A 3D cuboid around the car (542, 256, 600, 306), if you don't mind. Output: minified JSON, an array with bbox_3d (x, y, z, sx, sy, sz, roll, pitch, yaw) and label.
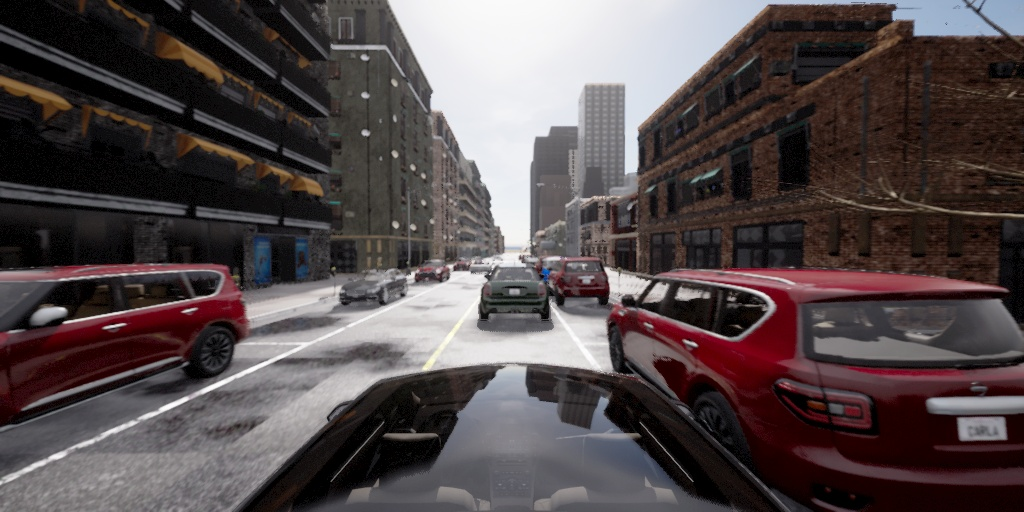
[{"bbox_3d":[2.685,0.974,15.245,2.192,1.841,5.009,0,0,0],"label":"car"}]

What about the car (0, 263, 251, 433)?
[{"bbox_3d":[-5.693,1.047,4.436,2.192,1.841,5.009,0,0,0],"label":"car"}]

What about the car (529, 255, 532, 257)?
[{"bbox_3d":[2.682,0.900,26.059,2.192,1.841,5.009,0,0,0],"label":"car"}]

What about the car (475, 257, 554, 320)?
[{"bbox_3d":[0.082,1.030,12.418,2.097,1.767,4.553,0,0,0],"label":"car"}]

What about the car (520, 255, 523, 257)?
[{"bbox_3d":[2.640,0.929,58.340,1.948,1.339,4.313,0,0,0],"label":"car"}]

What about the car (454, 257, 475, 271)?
[{"bbox_3d":[-5.703,0.914,42.285,1.967,1.591,4.097,0,0,0],"label":"car"}]

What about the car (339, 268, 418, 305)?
[{"bbox_3d":[-5.696,1.210,15.250,2.007,1.370,4.403,0,0,0],"label":"car"}]

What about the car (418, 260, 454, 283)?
[{"bbox_3d":[-5.699,1.026,26.063,1.967,1.591,4.097,0,0,0],"label":"car"}]

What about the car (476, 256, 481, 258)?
[{"bbox_3d":[-5.706,0.928,52.538,1.751,1.417,4.829,0,0,0],"label":"car"}]

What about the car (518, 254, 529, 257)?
[{"bbox_3d":[2.639,0.638,63.920,2.192,1.841,5.009,0,0,0],"label":"car"}]

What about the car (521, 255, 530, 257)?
[{"bbox_3d":[2.642,0.968,52.761,1.948,1.339,4.313,0,0,0],"label":"car"}]

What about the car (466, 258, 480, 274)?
[{"bbox_3d":[-3.107,1.118,36.077,1.895,1.301,4.718,0,0,0],"label":"car"}]

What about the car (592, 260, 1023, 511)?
[{"bbox_3d":[2.688,1.046,4.431,2.192,1.841,5.009,0,0,0],"label":"car"}]
